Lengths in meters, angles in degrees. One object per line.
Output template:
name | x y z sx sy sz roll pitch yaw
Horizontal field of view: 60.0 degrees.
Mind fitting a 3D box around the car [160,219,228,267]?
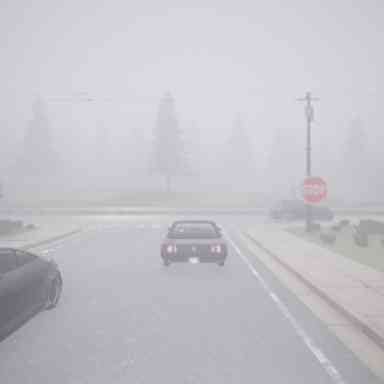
car | 0.071 1.580 11.282 1.895 1.301 4.718 0 0 0

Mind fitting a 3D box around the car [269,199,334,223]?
car | 8.187 1.307 24.920 4.553 1.767 2.097 0 0 -8

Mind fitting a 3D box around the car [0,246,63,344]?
car | -3.587 1.555 4.997 1.994 1.385 4.181 0 0 0
